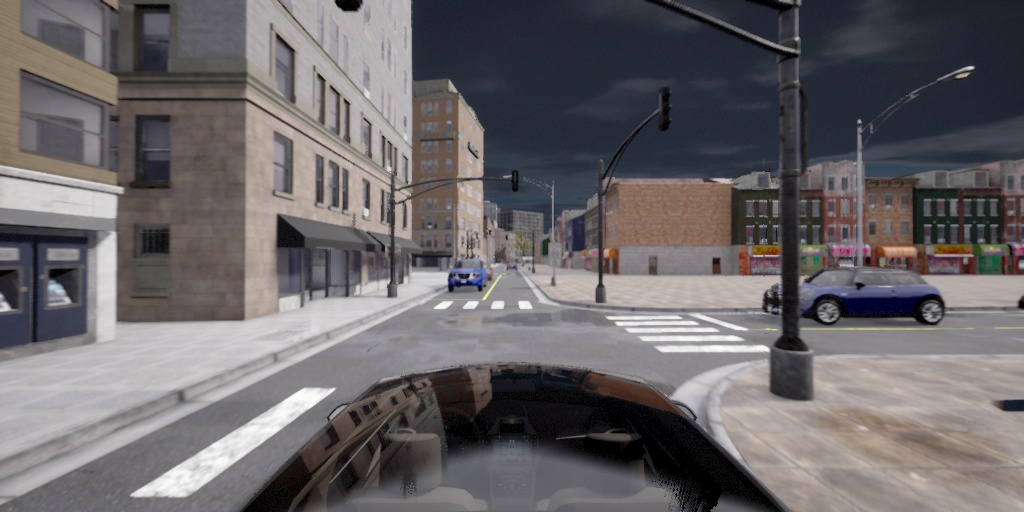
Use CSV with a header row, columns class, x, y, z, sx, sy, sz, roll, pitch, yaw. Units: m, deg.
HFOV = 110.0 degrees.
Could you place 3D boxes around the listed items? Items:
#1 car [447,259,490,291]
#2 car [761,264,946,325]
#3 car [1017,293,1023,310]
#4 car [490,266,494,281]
class,x,y,z,sx,sy,sz,roll,pitch,yaw
car,-2.887,1.213,24.216,2.150,2.045,5.566,0,-1,0
car,10.743,1.159,11.573,4.553,1.767,2.097,0,0,1
car,19.422,1.339,11.602,4.181,1.385,1.994,0,0,0
car,-2.893,1.453,34.380,2.097,1.767,4.553,0,-1,0
